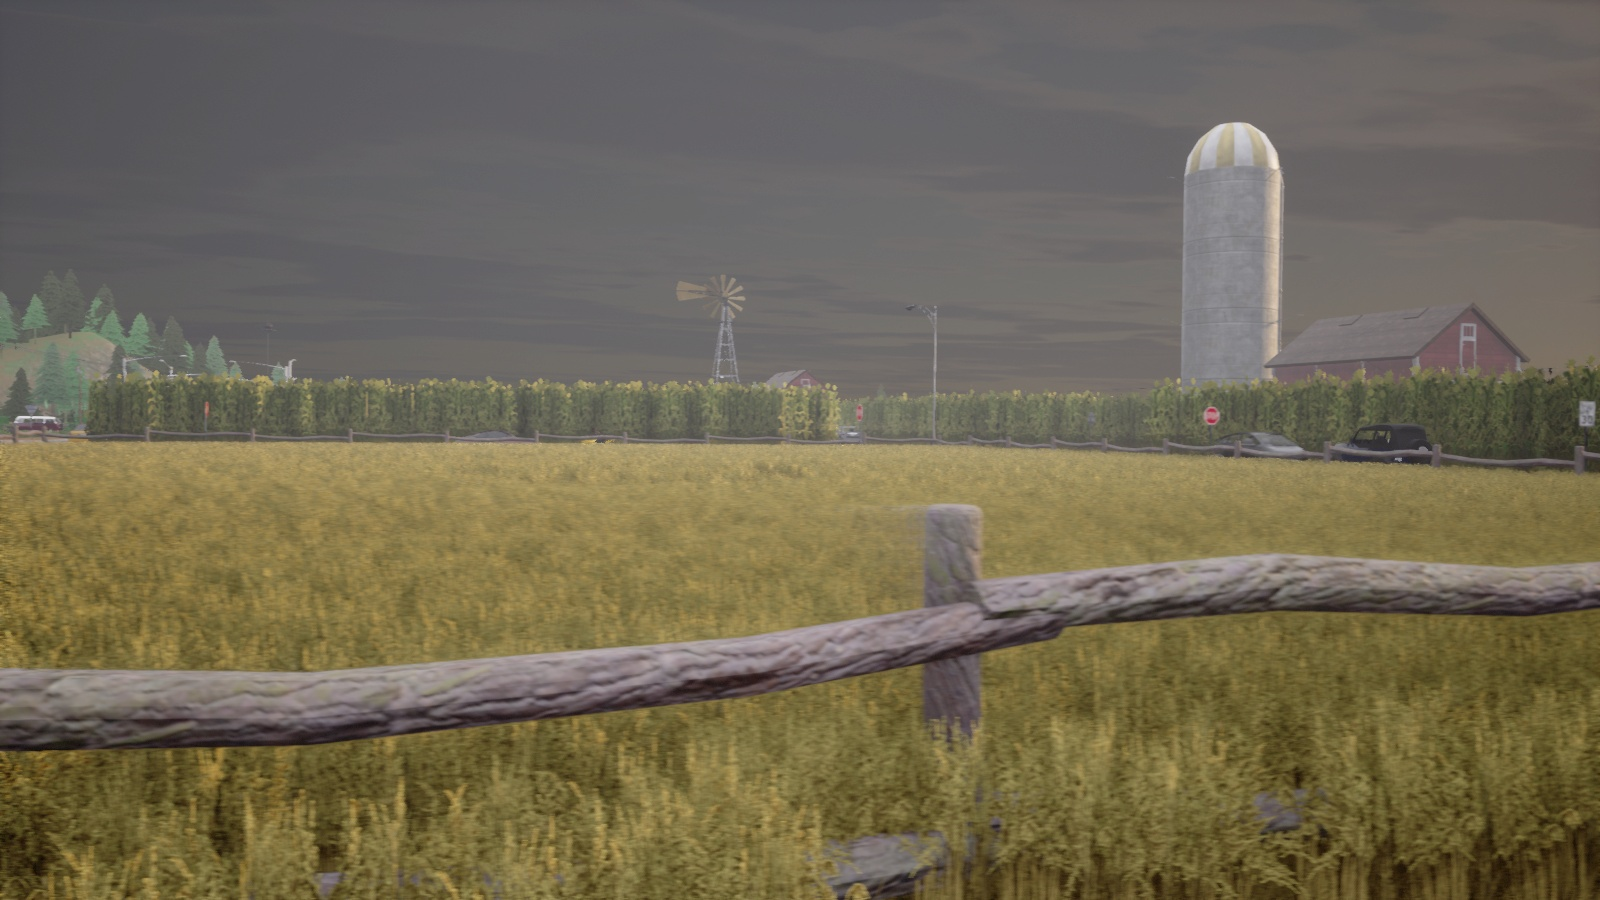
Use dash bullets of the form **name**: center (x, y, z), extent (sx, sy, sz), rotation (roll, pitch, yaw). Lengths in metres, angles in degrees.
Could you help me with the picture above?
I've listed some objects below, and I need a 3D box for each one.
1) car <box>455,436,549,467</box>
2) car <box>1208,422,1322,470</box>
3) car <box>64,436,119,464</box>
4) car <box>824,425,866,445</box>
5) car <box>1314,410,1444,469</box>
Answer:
- **car**: center (-14.131, 0.038, 59.495), extent (4.181, 1.385, 1.994), rotation (-1, 1, -17)
- **car**: center (15.962, -0.177, 43.293), extent (1.789, 1.549, 3.705), rotation (-1, 1, -17)
- **car**: center (-42.368, -0.029, 75.224), extent (1.801, 1.575, 5.366), rotation (-1, 1, -18)
- **car**: center (3.353, -1.156, 94.608), extent (1.970, 1.475, 3.806), rotation (-1, 1, -17)
- **car**: center (19.474, -0.372, 42.416), extent (1.905, 1.878, 3.866), rotation (-1, 1, -17)
